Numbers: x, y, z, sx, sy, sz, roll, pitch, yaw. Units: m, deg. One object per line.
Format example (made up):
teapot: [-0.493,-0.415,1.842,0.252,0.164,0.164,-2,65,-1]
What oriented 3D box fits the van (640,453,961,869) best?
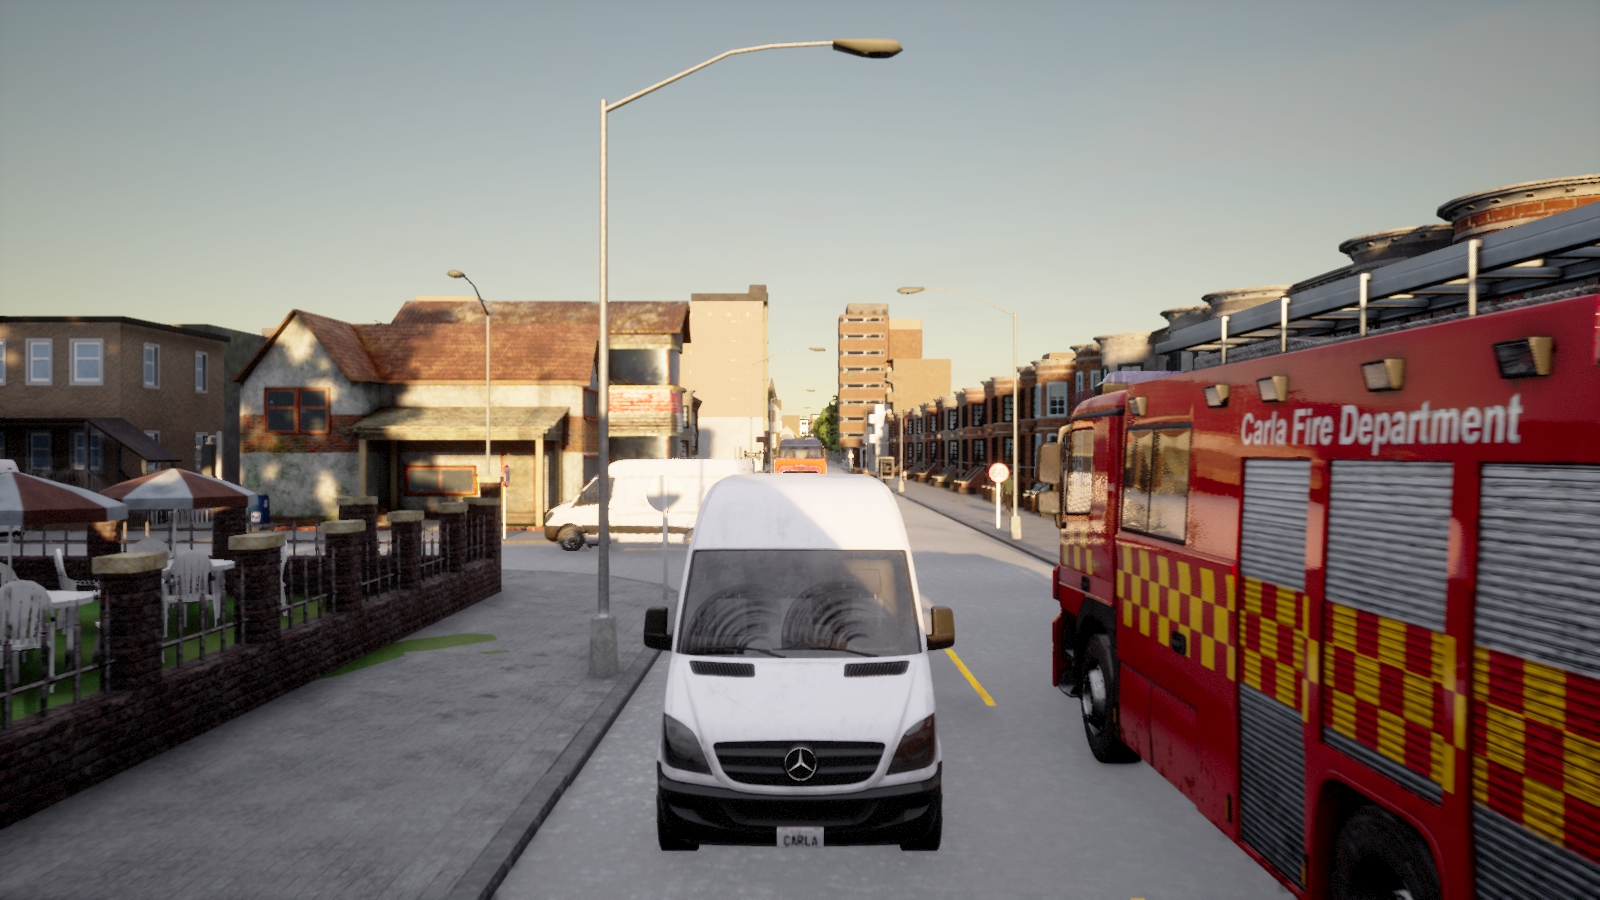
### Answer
van: [0.002,1.314,10.027,1.988,2.561,5.915,0,0,0]

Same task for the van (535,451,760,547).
van: [-4.244,1.314,32.000,5.915,2.561,1.988,0,-1,12]

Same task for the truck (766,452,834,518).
truck: [0.007,1.344,46.421,2.627,2.467,5.204,0,0,0]

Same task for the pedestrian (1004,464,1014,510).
pedestrian: [8.595,1.526,46.988,0.375,1.860,0.375,0,0,17]

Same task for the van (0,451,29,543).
van: [-25.297,1.314,32.117,5.915,2.561,1.988,0,0,0]

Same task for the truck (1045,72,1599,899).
truck: [4.047,0.670,7.732,2.891,3.827,8.468,0,0,0]

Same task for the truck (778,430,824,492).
truck: [0.035,0.669,75.030,2.891,3.827,8.468,0,0,0]
